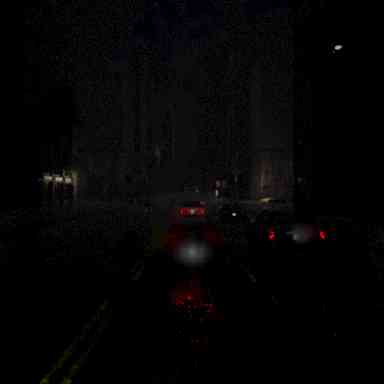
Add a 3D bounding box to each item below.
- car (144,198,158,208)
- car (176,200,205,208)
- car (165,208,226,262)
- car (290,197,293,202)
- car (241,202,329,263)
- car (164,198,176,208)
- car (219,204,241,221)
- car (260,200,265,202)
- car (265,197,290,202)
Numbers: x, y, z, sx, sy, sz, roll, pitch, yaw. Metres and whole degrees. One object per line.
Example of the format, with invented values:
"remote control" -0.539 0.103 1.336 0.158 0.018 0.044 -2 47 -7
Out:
"car" -6.596 1.758 53.782 2.128 1.511 4.902 0 0 0
"car" 0.033 1.503 27.390 2.097 1.767 4.553 0 0 0
"car" 0.040 1.576 12.466 1.837 1.490 4.892 0 0 0
"car" 25.789 2.034 80.513 5.009 1.841 2.192 1 -1 0
"car" 3.290 1.421 12.400 2.097 1.767 4.553 0 0 1
"car" -3.348 1.770 53.963 1.837 1.490 4.892 0 1 0
"car" 3.287 1.718 27.742 1.994 1.385 4.181 0 0 0
"car" 20.555 2.231 89.051 4.829 1.417 1.752 1 -1 0
"car" 20.699 2.194 80.524 4.507 1.381 1.887 1 -1 0
